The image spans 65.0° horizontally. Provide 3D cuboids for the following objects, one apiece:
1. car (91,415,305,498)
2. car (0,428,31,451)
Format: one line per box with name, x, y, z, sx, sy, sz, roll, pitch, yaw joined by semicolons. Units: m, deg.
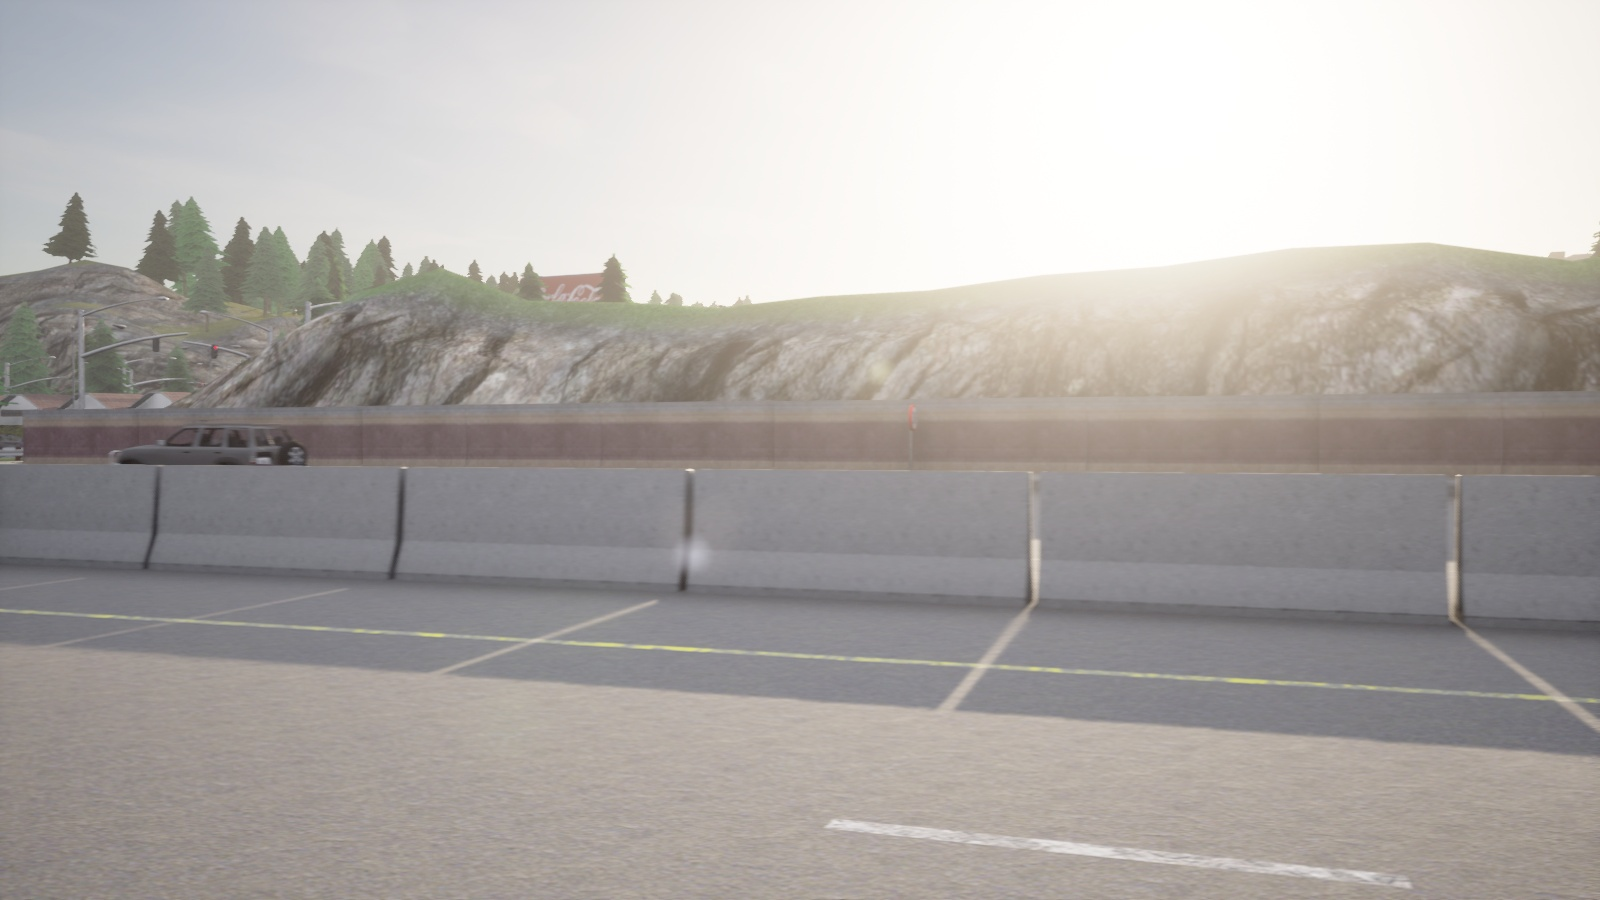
car;-14.481;0.106;30.219;4.605;1.855;1.932;1;1;19
car;-52.820;-0.682;82.374;4.193;1.474;1.816;1;1;19
